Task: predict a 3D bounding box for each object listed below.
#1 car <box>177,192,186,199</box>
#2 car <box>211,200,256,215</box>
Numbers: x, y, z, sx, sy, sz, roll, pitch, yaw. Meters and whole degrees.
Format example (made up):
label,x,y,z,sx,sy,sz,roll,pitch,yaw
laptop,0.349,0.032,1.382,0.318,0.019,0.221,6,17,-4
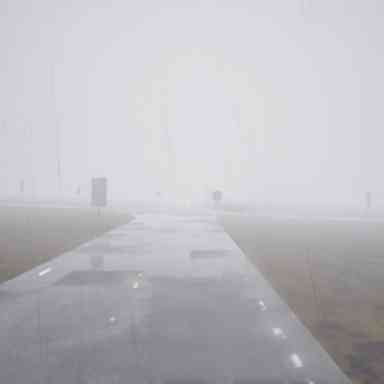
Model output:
label,x,y,z,sx,sy,sz,roll,pitch,yaw
car,-2.740,0.890,88.133,2.097,1.767,4.553,0,0,0
car,4.550,1.688,36.237,4.902,1.511,2.128,2,-1,0
